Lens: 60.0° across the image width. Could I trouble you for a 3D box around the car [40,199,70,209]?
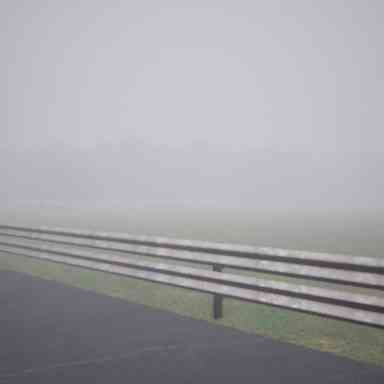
[{"bbox_3d":[-22.707,1.970,54.555,5.366,1.575,1.801,0,0,6],"label":"car"}]
